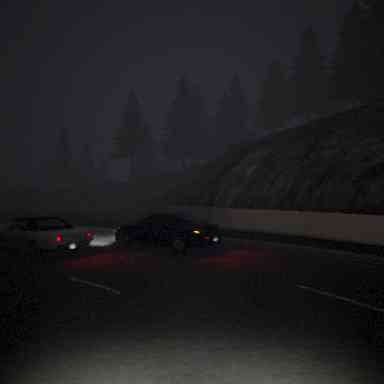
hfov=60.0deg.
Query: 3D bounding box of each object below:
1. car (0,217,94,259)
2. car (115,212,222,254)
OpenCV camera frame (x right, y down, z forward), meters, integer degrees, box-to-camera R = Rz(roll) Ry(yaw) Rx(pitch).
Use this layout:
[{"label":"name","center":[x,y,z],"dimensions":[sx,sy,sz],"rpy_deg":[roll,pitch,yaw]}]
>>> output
[{"label":"car","center":[-6.084,1.603,12.668],"dimensions":[4.718,1.301,1.895],"rpy_deg":[0,0,29]},{"label":"car","center":[-1.033,1.528,13.394],"dimensions":[4.674,1.442,1.812],"rpy_deg":[0,0,35]}]
